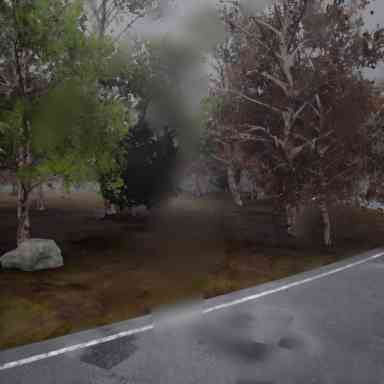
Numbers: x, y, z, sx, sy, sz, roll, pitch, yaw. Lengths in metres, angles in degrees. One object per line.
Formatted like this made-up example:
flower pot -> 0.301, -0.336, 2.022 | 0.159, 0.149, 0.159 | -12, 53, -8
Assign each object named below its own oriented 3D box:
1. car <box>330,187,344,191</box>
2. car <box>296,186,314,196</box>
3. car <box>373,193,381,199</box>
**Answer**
car -> 17.582, -0.371, 43.051 | 2.128, 1.511, 4.902 | -5, 3, -19
car -> 13.970, -0.098, 43.545 | 2.033, 1.411, 5.357 | -5, 3, -16
car -> 20.455, -0.033, 33.649 | 4.181, 1.385, 1.994 | -1, 4, 43
